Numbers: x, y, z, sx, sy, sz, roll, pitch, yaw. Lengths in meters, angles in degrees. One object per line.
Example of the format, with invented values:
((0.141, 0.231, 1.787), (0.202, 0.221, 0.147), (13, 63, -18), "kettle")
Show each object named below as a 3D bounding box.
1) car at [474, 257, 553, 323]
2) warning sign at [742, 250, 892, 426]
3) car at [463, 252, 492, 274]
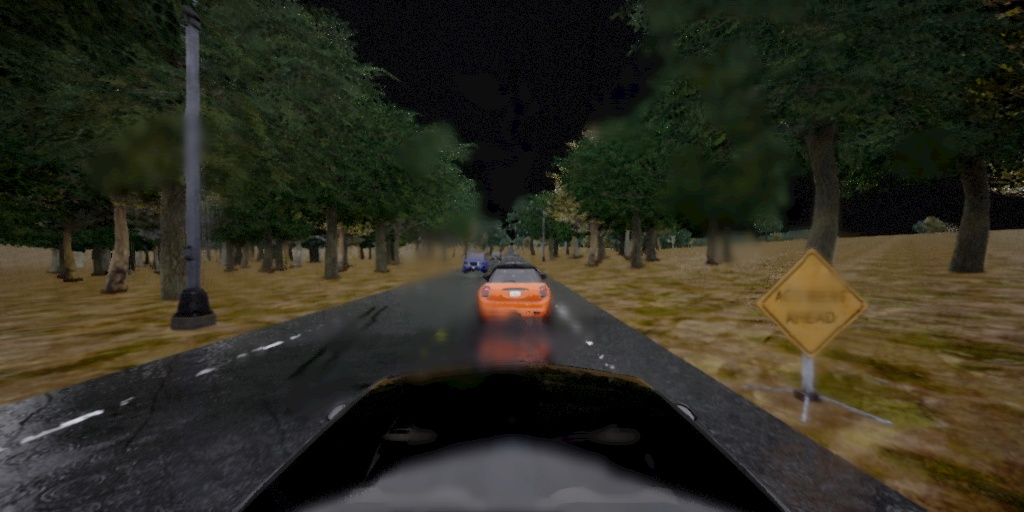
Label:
((0.097, 1.034, 11.907), (2.097, 1.767, 4.553), (0, 0, 0), "car")
((3.552, 0.856, 4.305), (1.300, 1.860, 1.060), (0, 0, 0), "warning sign")
((-3.563, 0.665, 35.976), (2.150, 2.045, 5.566), (0, 1, 0), "car")
